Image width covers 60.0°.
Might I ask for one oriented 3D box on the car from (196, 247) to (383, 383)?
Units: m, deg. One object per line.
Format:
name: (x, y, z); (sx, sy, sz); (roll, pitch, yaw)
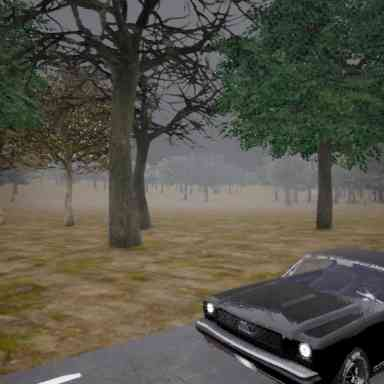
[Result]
car: (2.390, 1.619, 5.048); (4.718, 1.301, 1.895); (0, 0, -36)
